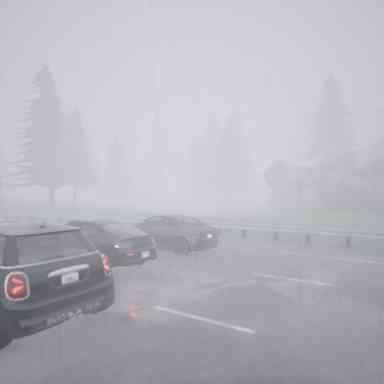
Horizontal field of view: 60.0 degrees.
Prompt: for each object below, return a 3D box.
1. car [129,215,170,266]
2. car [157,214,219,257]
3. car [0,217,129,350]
[{"bbox_3d":[-3.182,1.514,10.220,4.674,1.442,1.812,0,0,33],"label":"car"},{"bbox_3d":[-1.048,1.546,12.997,4.181,1.385,1.994,0,0,33],"label":"car"},{"bbox_3d":[-3.651,1.347,6.333,4.553,1.767,2.097,0,0,34],"label":"car"}]
